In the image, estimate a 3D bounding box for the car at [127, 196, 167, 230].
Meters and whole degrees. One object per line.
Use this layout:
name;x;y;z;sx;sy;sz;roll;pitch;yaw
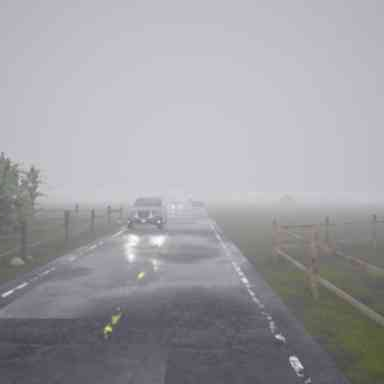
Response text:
car;-2.868;1.319;22.357;2.150;2.045;5.566;0;0;0

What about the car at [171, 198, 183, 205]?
car;-2.820;1.800;63.428;1.812;1.442;4.674;0;0;0

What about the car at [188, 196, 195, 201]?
car;-0.066;1.700;86.959;1.812;1.442;4.674;0;0;0

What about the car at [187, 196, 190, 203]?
car;-0.054;1.668;70.581;1.837;1.490;4.892;0;0;0

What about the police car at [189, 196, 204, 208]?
police car;0.922;1.648;51.519;1.930;1.638;5.238;0;0;0
